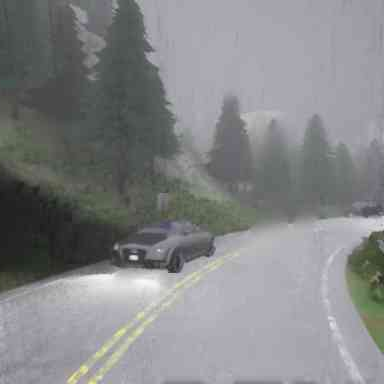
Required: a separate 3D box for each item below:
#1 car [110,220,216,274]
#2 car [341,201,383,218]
[{"bbox_3d":[-0.756,1.611,10.839,1.994,1.385,4.181,-1,-1,25],"label":"car"},{"bbox_3d":[15.289,1.526,29.655,5.357,1.411,2.033,-1,-2,-42],"label":"car"}]
